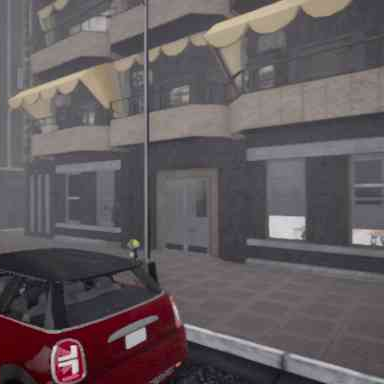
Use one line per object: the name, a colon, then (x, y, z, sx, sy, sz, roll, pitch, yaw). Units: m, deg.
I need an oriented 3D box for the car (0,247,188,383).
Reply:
car: (-2.131, 1.471, 4.393, 4.097, 1.590, 1.967, -1, 0, 36)
